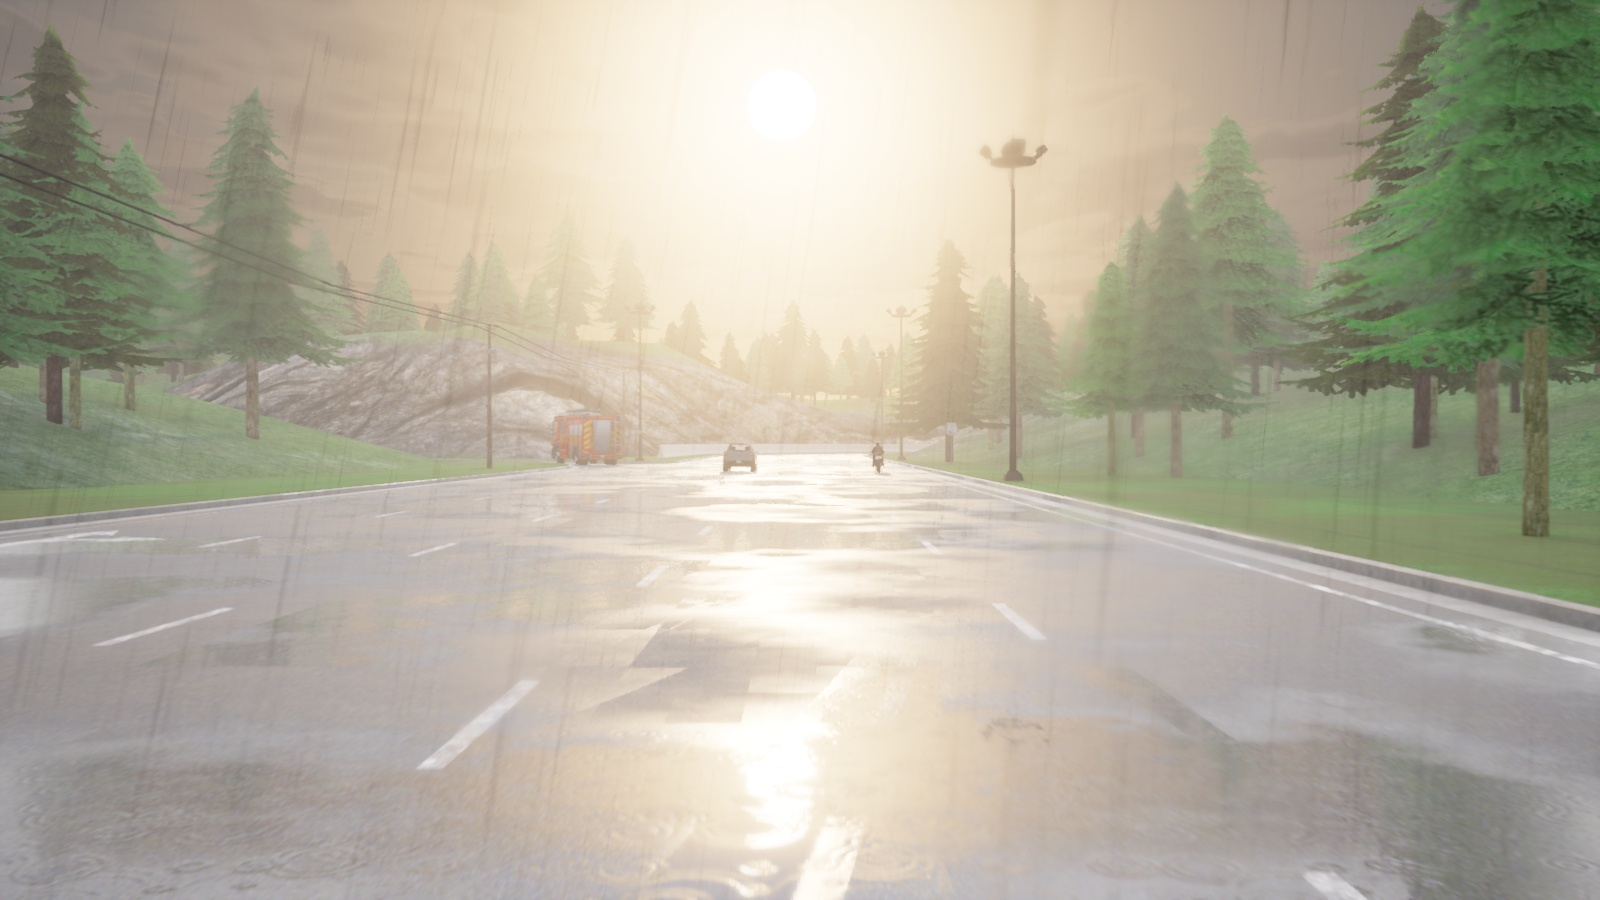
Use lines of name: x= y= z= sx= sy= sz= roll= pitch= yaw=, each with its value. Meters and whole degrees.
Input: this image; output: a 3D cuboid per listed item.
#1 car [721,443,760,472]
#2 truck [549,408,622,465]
car: x=-3.111 y=0.387 z=65.851 sx=1.845 sy=1.501 sz=3.633 roll=0 pitch=0 yaw=0
truck: x=-15.155 y=-0.926 z=88.114 sx=2.891 sy=3.827 sz=8.468 roll=0 pitch=0 yaw=-25
